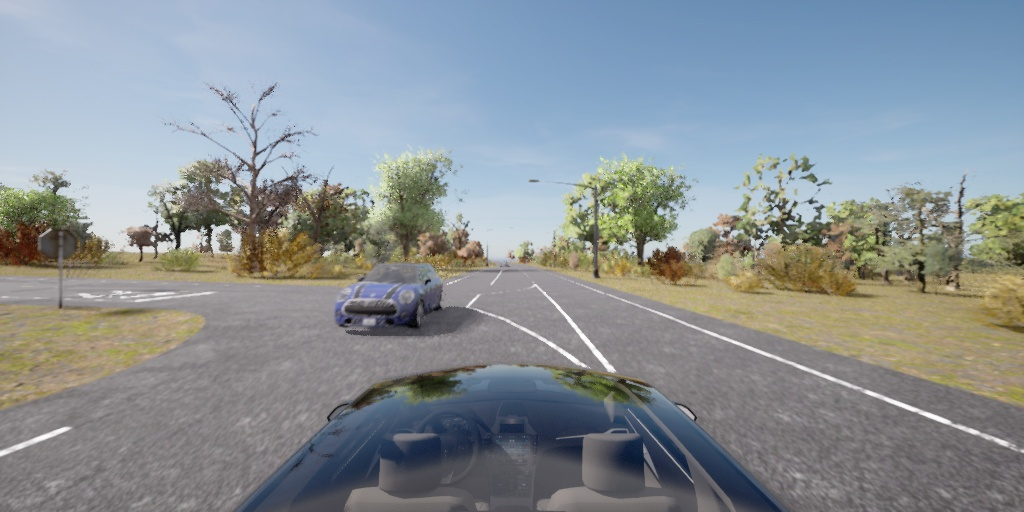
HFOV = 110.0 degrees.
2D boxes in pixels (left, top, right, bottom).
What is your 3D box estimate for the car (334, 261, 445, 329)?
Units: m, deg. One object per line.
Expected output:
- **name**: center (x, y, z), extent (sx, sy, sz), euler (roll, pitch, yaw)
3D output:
- **car**: center (-3.433, 0.983, 10.904), extent (2.097, 1.767, 4.553), euler (1, 1, 0)
